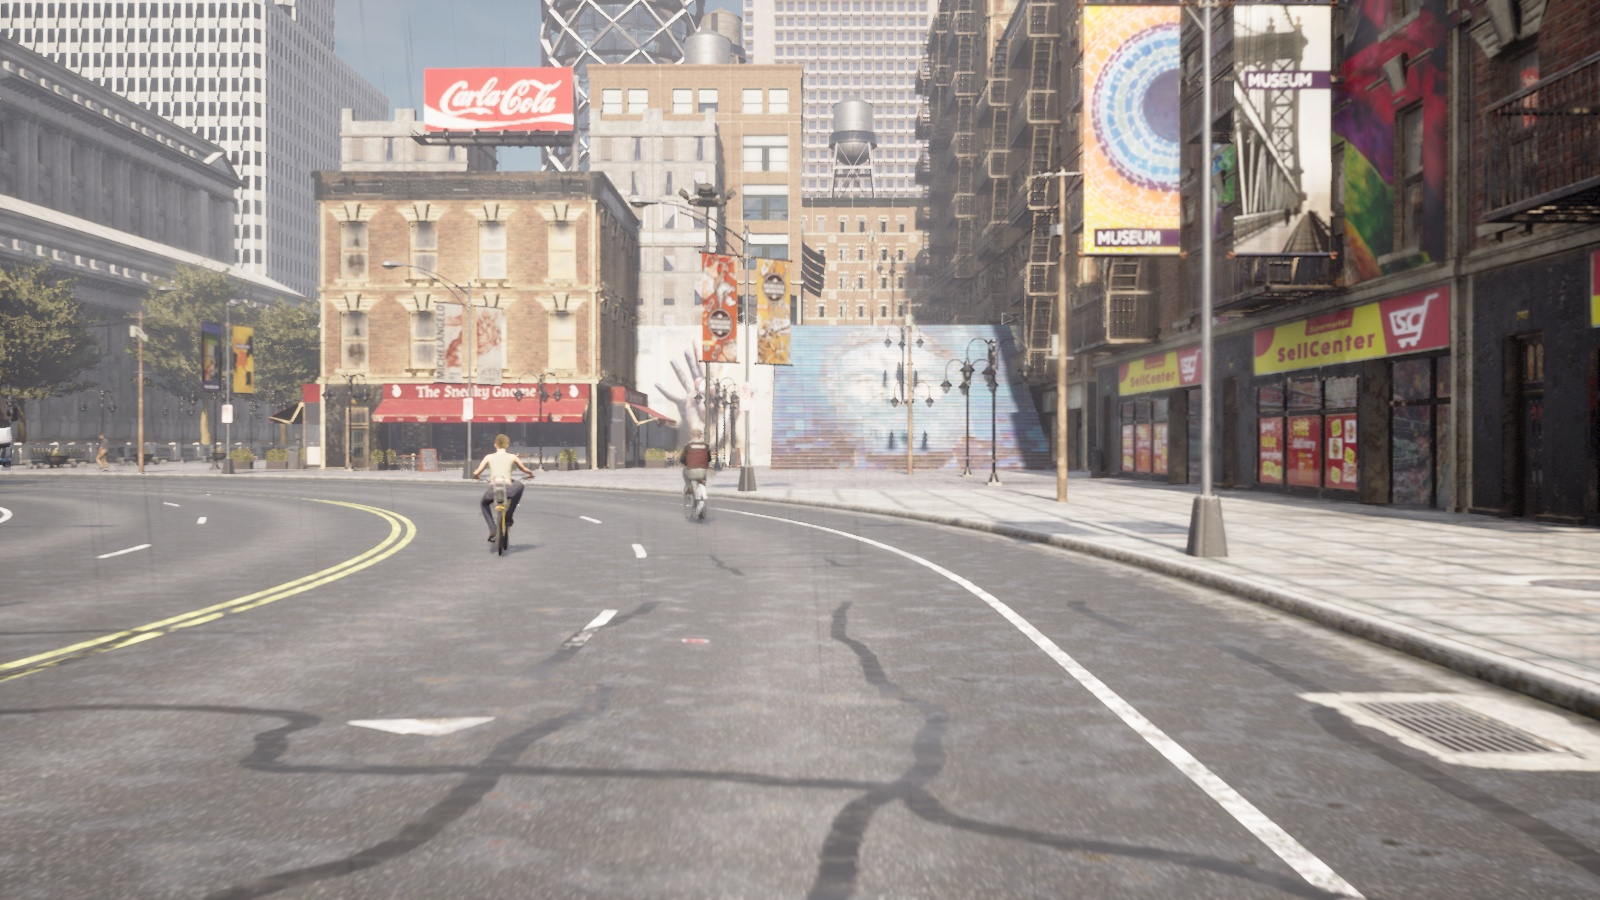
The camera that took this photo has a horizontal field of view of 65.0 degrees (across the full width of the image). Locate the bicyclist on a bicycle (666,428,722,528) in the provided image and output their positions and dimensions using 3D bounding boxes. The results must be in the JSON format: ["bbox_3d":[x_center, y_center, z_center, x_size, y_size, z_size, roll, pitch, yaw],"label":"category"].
[{"bbox_3d":[-1.989,0.484,23.358,0.659,1.776,1.843,0,1,-17],"label":"bicyclist on a bicycle"}]

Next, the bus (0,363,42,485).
[{"bbox_3d":[-32.970,-0.911,45.168,10.273,4.253,3.944,0,0,17],"label":"bus"}]

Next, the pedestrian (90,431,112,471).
[{"bbox_3d":[-32.931,0.043,59.172,0.694,1.848,0.540,0,0,7],"label":"pedestrian"}]

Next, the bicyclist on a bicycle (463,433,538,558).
[{"bbox_3d":[-4.054,0.583,17.094,0.866,1.612,1.509,-1,0,-9],"label":"bicyclist on a bicycle"}]
